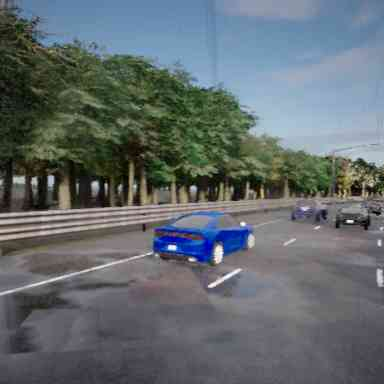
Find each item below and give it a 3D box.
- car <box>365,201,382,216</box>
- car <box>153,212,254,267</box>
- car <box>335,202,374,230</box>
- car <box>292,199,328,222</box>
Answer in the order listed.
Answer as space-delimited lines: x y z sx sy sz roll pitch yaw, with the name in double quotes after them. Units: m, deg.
18.838 1.701 35.102 2.033 1.411 5.357 1 0 33 "car"
0.640 1.424 11.488 1.882 1.535 5.008 1 0 29 "car"
10.645 1.603 21.896 1.812 1.442 4.674 1 1 30 "car"
9.675 1.382 27.071 2.097 1.767 4.553 1 0 31 "car"
